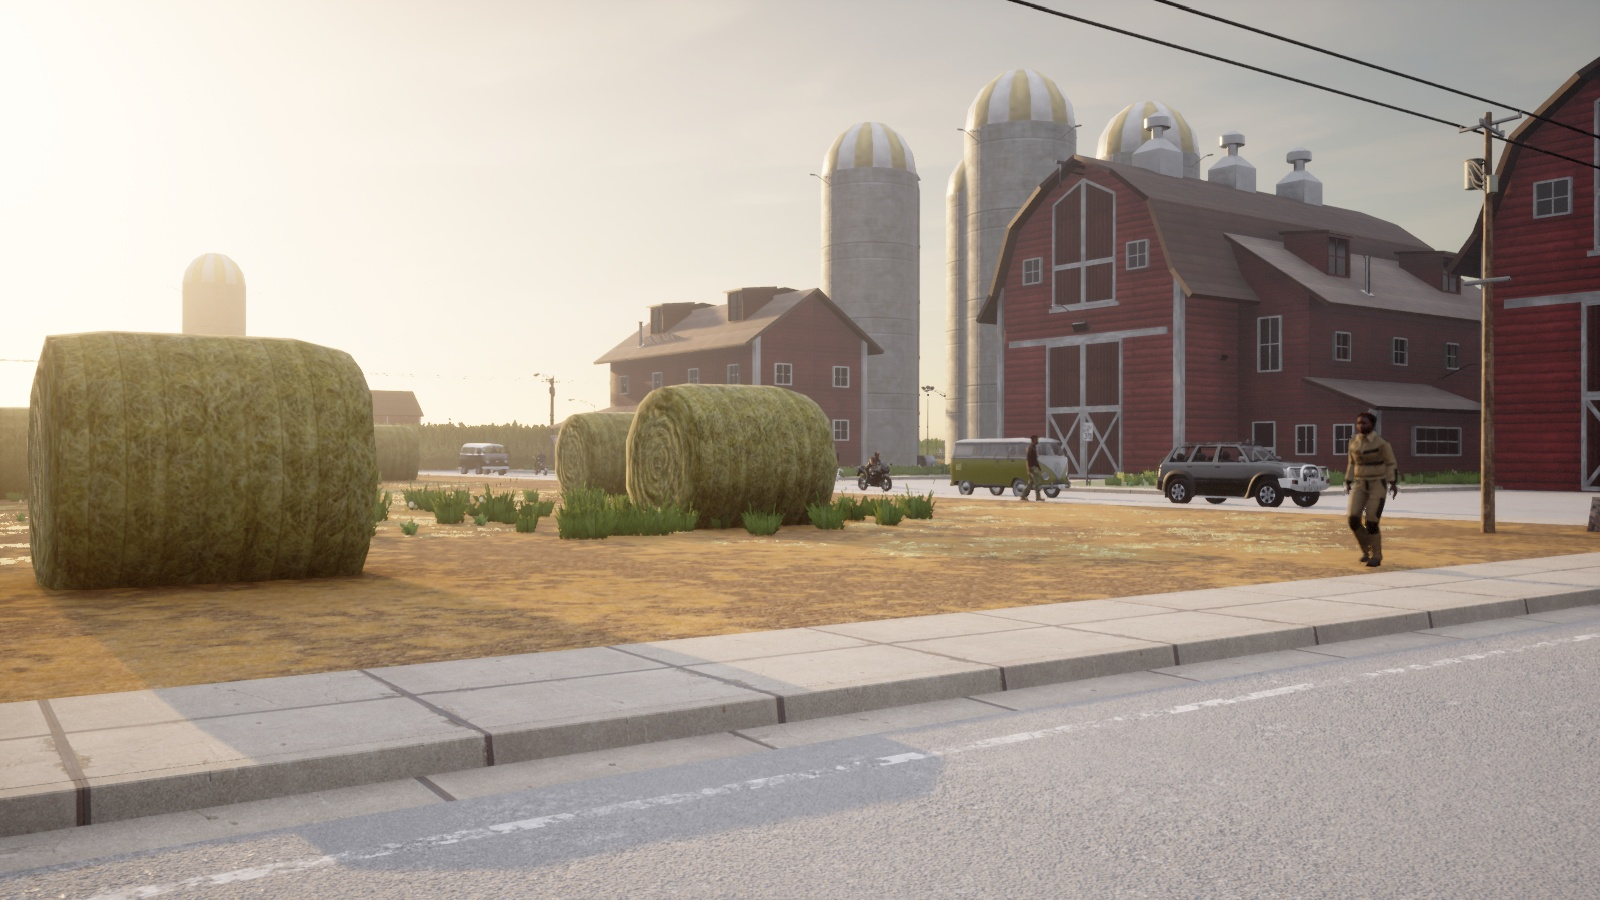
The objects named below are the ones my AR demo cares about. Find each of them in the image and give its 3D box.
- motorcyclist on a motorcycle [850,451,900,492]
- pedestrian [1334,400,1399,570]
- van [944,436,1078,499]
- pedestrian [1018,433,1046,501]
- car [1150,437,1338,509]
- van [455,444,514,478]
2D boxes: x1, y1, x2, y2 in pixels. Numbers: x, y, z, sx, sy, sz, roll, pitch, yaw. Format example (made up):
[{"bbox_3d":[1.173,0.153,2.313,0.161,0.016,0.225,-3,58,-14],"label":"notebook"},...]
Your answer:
[{"bbox_3d":[2.848,0.810,47.760,0.797,1.523,2.044,0,0,-36],"label":"motorcyclist on a motorcycle"},{"bbox_3d":[6.598,0.402,14.622,0.692,1.930,0.396,0,0,-36],"label":"pedestrian"},{"bbox_3d":[6.999,0.559,42.020,1.775,1.987,4.442,0,0,-36],"label":"van"},{"bbox_3d":[6.350,0.449,34.328,0.703,1.840,0.431,0,0,19],"label":"pedestrian"},{"bbox_3d":[12.212,0.591,34.812,1.932,1.855,4.605,0,0,-36],"label":"car"},{"bbox_3d":[-19.936,0.678,79.263,2.069,2.038,4.480,0,0,-36],"label":"van"}]
